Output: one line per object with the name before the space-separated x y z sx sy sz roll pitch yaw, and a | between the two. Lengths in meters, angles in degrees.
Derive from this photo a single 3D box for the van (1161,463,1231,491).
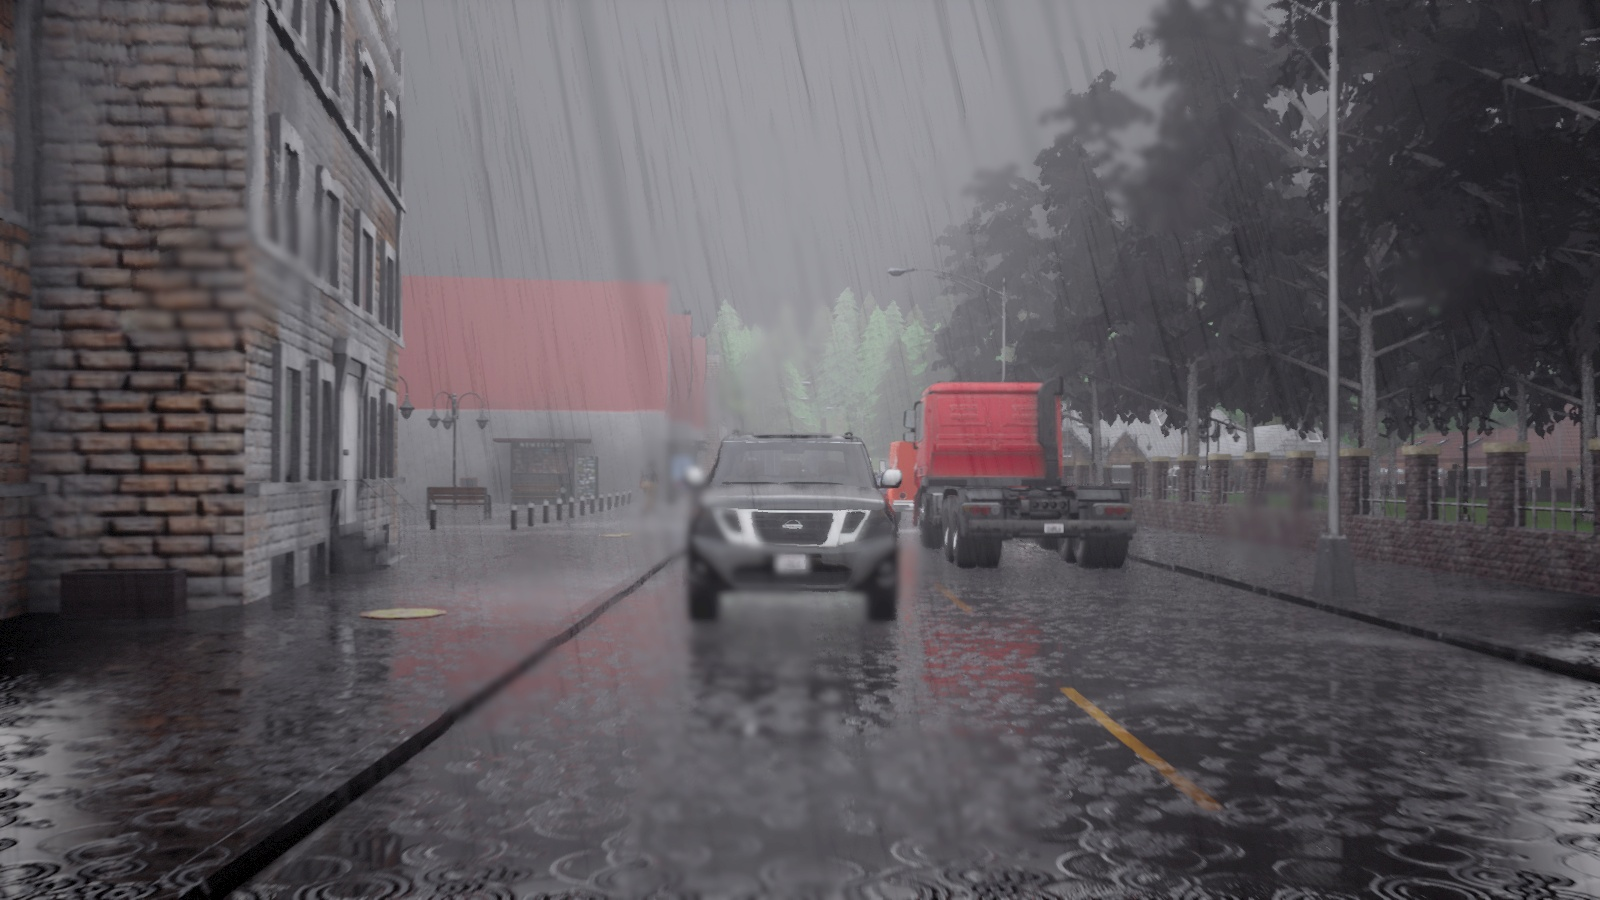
van | 28.880 1.965 91.778 4.480 2.038 2.069 0 -1 2

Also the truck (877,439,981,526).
truck | 3.840 0.956 38.381 2.627 2.467 5.204 0 -1 0

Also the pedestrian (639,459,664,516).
pedestrian | -4.910 1.239 41.461 0.540 1.848 0.694 -1 -1 24

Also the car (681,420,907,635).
car | -0.070 0.782 14.791 2.150 2.045 5.566 0 -1 0

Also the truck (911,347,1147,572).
truck | 3.890 0.209 23.371 2.891 3.462 7.936 0 -1 0
